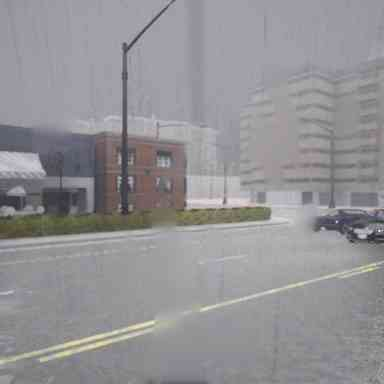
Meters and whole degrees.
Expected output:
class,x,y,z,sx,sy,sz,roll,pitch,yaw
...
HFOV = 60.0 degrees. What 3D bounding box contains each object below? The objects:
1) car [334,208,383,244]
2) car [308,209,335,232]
class,x,y,z,sx,sy,sz,roll,pitch,yaw
car,8.752,1.511,14.708,4.902,1.511,2.128,0,0,-36
car,8.738,1.622,19.044,4.718,1.301,1.895,0,0,-37
